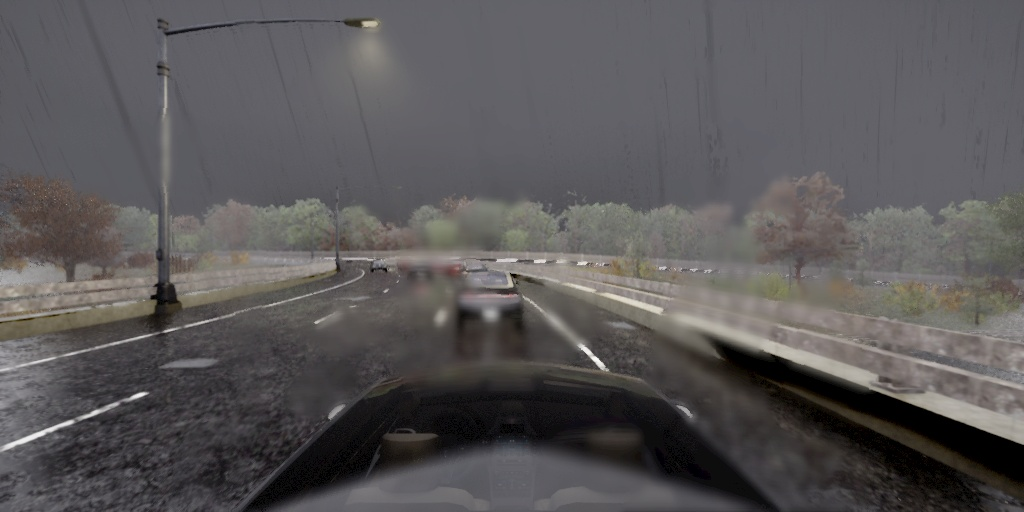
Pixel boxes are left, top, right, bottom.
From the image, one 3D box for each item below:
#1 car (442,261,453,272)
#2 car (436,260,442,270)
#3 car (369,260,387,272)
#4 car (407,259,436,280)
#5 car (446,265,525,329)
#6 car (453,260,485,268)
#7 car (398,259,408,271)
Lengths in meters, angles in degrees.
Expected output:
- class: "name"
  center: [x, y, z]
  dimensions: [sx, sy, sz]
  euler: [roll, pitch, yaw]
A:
- class: "car"
  center: [-5.117, 1.147, 33.786]
  dimensions: [1.882, 1.535, 5.008]
  euler: [0, 0, -17]
- class: "car"
  center: [-9.684, 1.204, 46.072]
  dimensions: [1.994, 1.385, 4.181]
  euler: [0, 0, -23]
- class: "car"
  center: [-16.663, 1.197, 44.618]
  dimensions: [2.033, 1.411, 5.357]
  euler: [0, 0, -24]
- class: "car"
  center: [-7.691, 1.187, 30.246]
  dimensions: [1.837, 1.490, 4.892]
  euler: [0, 1, -15]
- class: "car"
  center: [-0.727, 1.217, 11.208]
  dimensions: [2.128, 1.511, 4.902]
  euler: [0, 0, -5]
- class: "car"
  center: [-2.467, 1.188, 22.954]
  dimensions: [2.128, 1.511, 4.902]
  euler: [0, 0, -11]
- class: "car"
  center: [-13.373, 1.121, 45.771]
  dimensions: [1.882, 1.535, 5.008]
  euler: [0, 0, -24]
